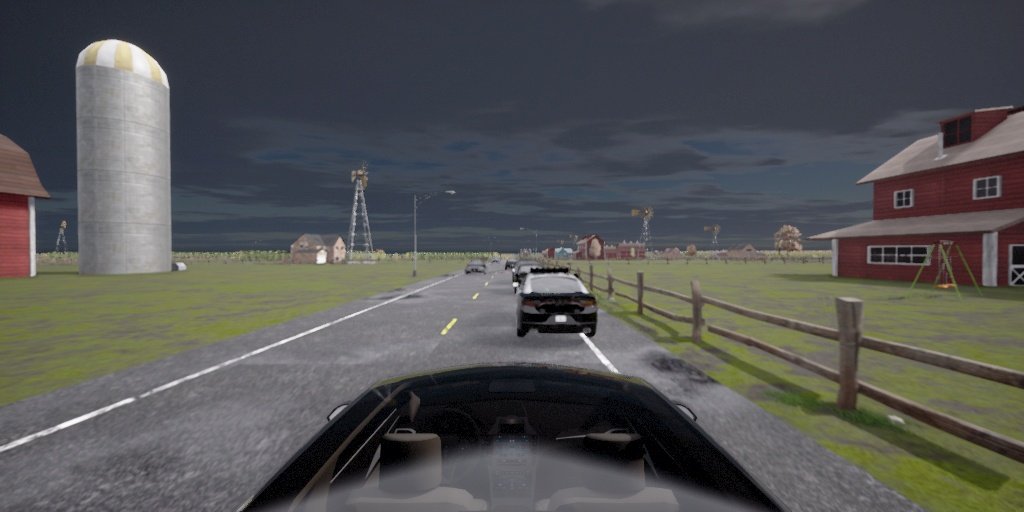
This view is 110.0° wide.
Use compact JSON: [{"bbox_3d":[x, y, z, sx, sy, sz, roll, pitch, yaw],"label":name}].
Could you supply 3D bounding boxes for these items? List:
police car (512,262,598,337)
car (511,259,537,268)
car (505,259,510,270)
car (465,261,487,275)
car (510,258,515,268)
[{"bbox_3d":[1.053,1.138,10.307,1.930,1.638,5.238,0,0,0],"label":"police car"},{"bbox_3d":[1.055,1.151,20.199,1.882,1.535,5.008,0,0,0],"label":"car"},{"bbox_3d":[0.057,1.063,48.625,1.882,1.535,5.008,0,0,1],"label":"car"},{"bbox_3d":[-3.584,1.184,36.408,1.994,1.385,4.181,0,0,0],"label":"car"},{"bbox_3d":[1.055,1.004,26.169,2.097,1.767,4.553,0,0,0],"label":"car"}]
